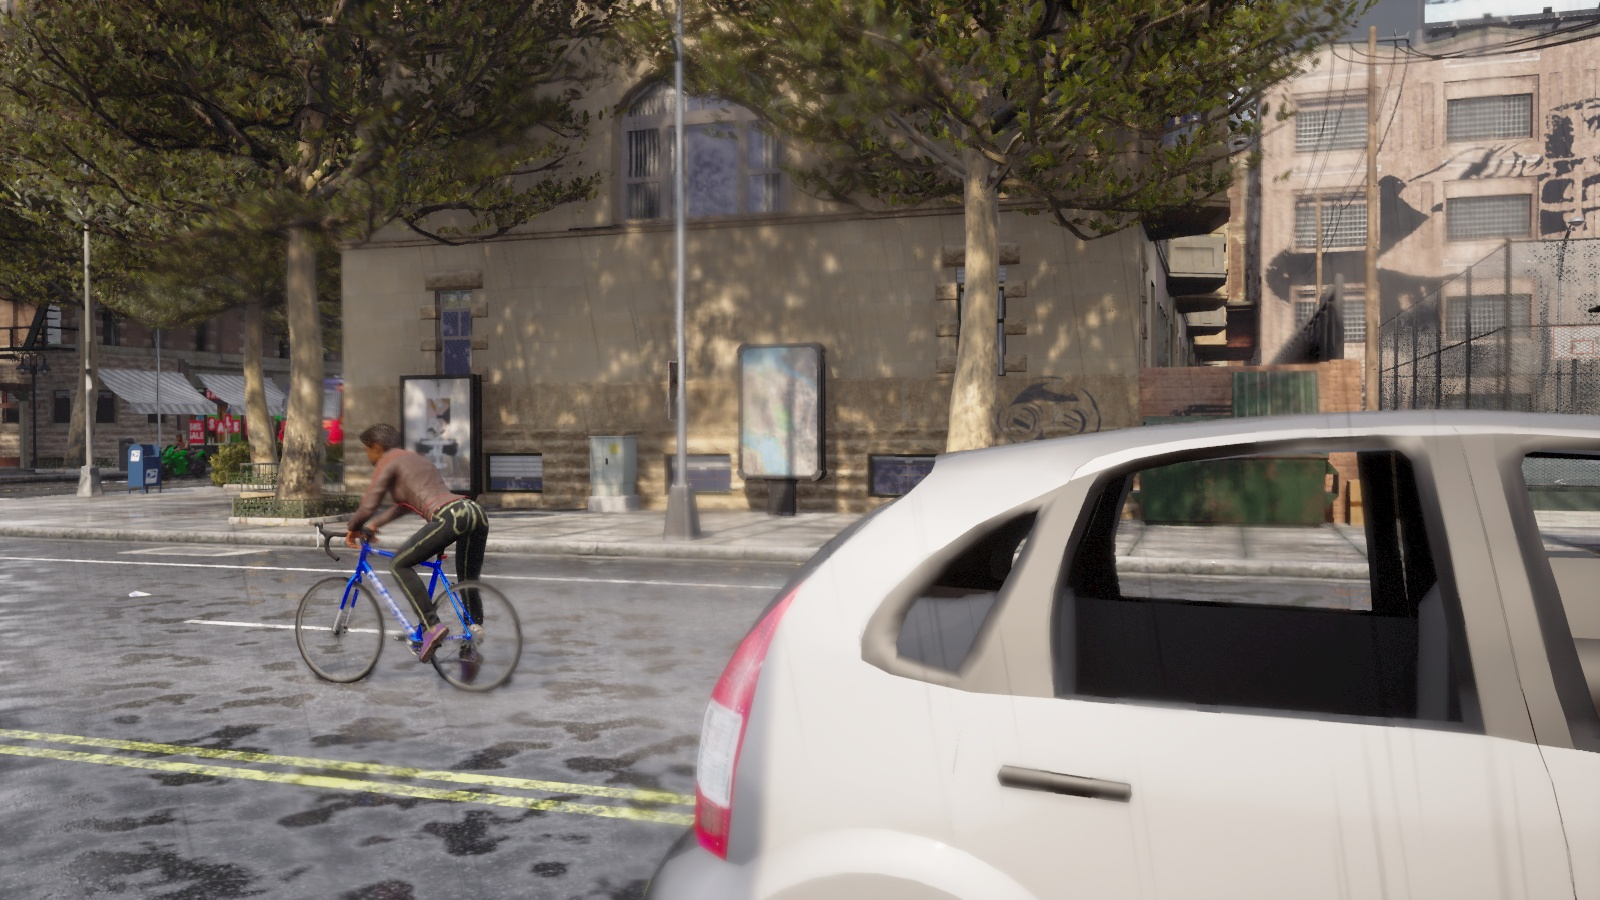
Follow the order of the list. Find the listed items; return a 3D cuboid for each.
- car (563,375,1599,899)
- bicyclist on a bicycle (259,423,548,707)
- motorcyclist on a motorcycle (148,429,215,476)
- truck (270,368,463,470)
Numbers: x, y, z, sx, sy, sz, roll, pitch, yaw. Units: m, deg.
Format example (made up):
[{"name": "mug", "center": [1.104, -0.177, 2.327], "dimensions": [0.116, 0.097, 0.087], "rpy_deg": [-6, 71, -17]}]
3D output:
[{"name": "car", "center": [1.739, 0.690, 2.607], "dimensions": [3.988, 1.617, 1.851], "rpy_deg": [1, 1, 19]}, {"name": "bicyclist on a bicycle", "center": [-2.426, 0.647, 7.694], "dimensions": [1.656, 1.620, 0.582], "rpy_deg": [0, 1, 19]}, {"name": "motorcyclist on a motorcycle", "center": [-20.733, 0.056, 42.158], "dimensions": [0.797, 1.523, 2.044], "rpy_deg": [1, 1, 19]}, {"name": "truck", "center": [-17.521, -1.230, 51.577], "dimensions": [2.891, 3.827, 8.468], "rpy_deg": [1, 1, 19]}]
